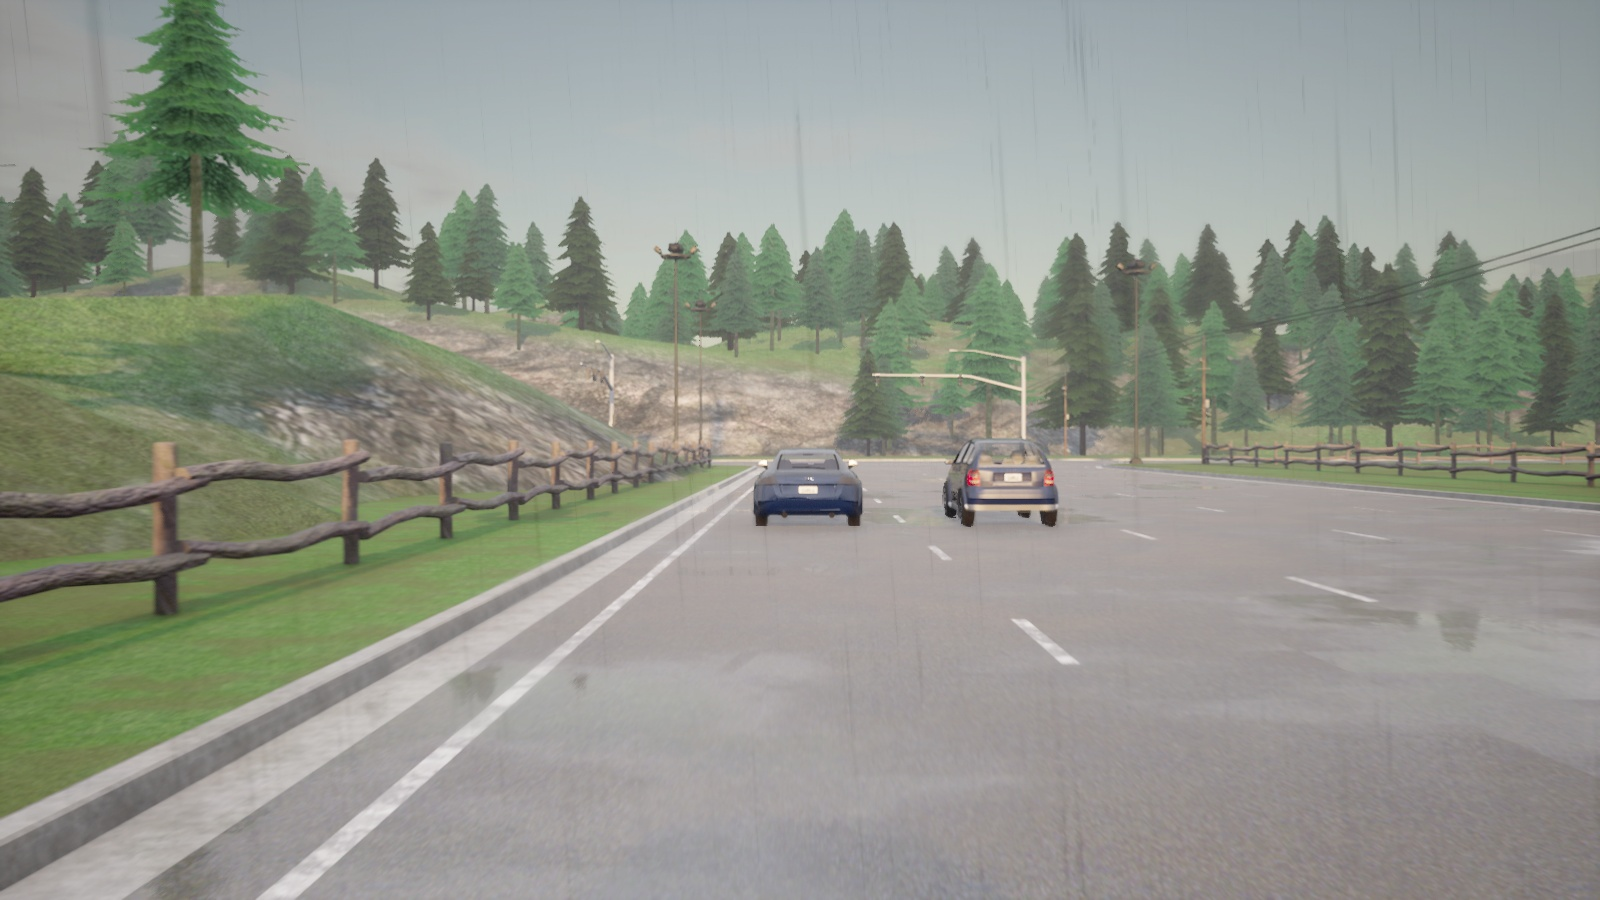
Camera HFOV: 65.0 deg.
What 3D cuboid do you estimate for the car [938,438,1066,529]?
[{"bbox_3d":[3.647,0.556,23.229,1.789,1.549,3.705,0,0,0],"label":"car"}]

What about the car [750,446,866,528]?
[{"bbox_3d":[0.149,0.636,23.664,1.994,1.385,4.181,0,0,0],"label":"car"}]
